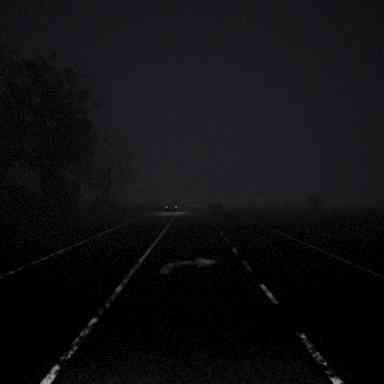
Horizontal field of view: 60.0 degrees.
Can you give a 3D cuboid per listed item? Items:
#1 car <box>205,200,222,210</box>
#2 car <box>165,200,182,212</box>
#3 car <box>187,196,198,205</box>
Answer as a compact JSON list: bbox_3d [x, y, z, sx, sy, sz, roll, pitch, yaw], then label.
[{"bbox_3d":[3.484,1.967,51.496,1.882,1.535,5.008,0,-1,0],"label":"car"},{"bbox_3d":[-2.506,1.955,46.440,1.837,1.490,4.892,0,-1,6],"label":"car"},{"bbox_3d":[-0.025,2.267,77.787,1.812,1.442,4.674,0,-1,0],"label":"car"}]
